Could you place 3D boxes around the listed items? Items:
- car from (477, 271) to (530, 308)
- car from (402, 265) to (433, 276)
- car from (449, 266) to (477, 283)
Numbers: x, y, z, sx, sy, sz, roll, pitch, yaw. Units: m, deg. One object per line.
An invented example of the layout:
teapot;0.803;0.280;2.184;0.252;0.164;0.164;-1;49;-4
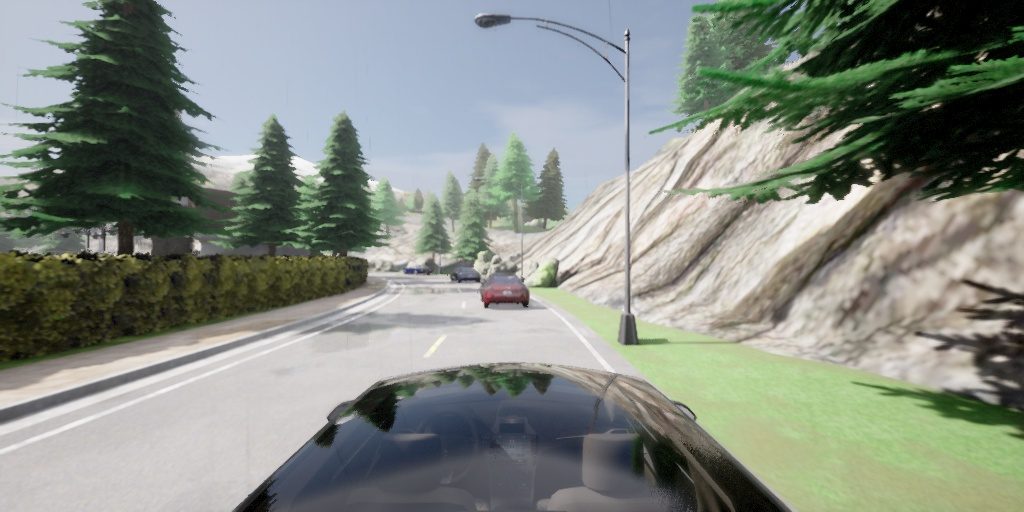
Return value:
car;-0.428;1.450;16.280;1.994;1.385;4.181;0;-1;-7
car;-11.827;1.751;44.592;1.895;1.301;4.718;0;-1;-43
car;-4.132;1.590;31.235;1.994;1.385;4.181;0;-1;-22
